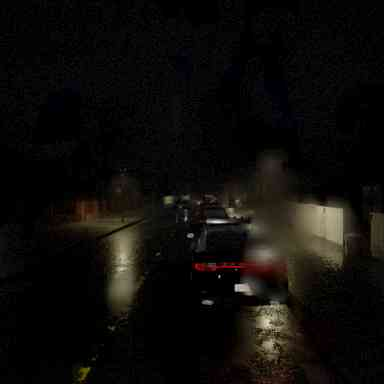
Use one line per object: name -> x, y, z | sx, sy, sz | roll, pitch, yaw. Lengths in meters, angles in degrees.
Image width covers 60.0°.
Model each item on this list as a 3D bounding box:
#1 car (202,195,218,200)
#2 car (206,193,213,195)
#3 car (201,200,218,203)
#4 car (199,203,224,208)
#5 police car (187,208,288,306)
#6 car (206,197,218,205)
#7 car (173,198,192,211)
car -> 2.189, 1.523, 45.906 | 2.128, 1.511, 4.902 | 0, 0, 6
car -> 4.319, 1.312, 83.221 | 2.150, 2.045, 5.566 | 0, 0, 10
car -> 1.423, 1.537, 24.059 | 1.812, 1.442, 4.674 | 0, 0, 3
car -> 1.166, 1.533, 18.090 | 1.812, 1.442, 4.674 | 0, 0, 2
police car -> 0.896, 1.427, 8.247 | 1.930, 1.638, 5.238 | 0, 0, 1
car -> 3.757, 1.651, 61.064 | 1.895, 1.301, 4.718 | 0, 0, 7
car -> -1.120, 1.520, 40.791 | 2.128, 1.511, 4.902 | 0, 0, 5
